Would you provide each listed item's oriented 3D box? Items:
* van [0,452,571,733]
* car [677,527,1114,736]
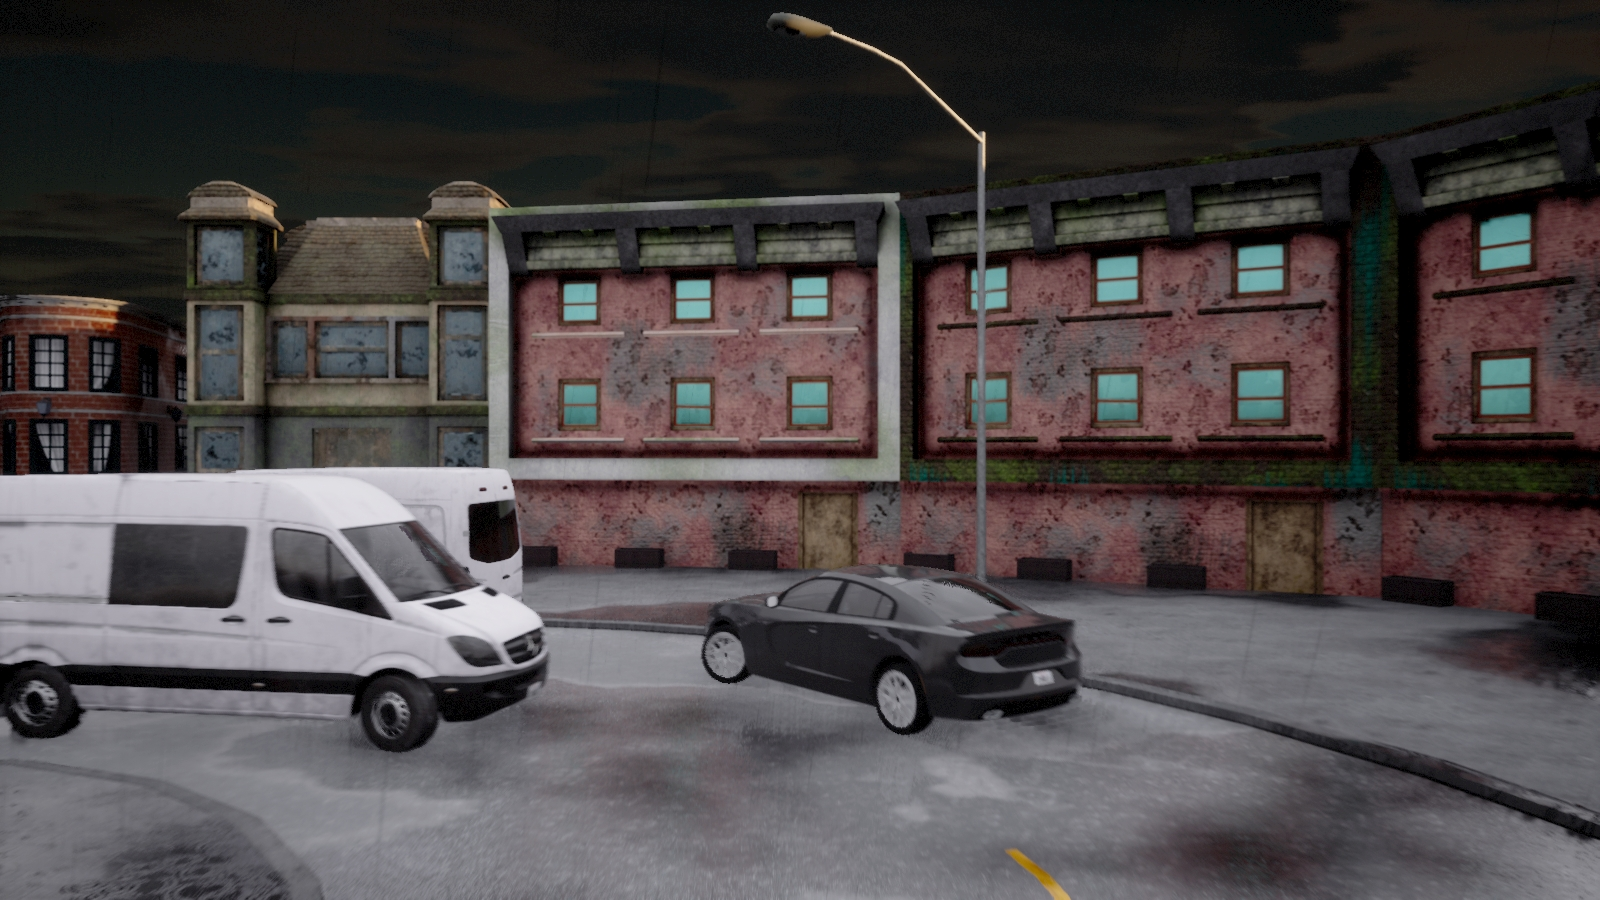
[{"bbox_3d":[-5.544,1.312,11.793,5.915,2.561,1.988,0,0,8],"label":"van"},{"bbox_3d":[0.826,1.812,12.916,2.097,1.535,5.006,0,0,-38],"label":"car"}]
